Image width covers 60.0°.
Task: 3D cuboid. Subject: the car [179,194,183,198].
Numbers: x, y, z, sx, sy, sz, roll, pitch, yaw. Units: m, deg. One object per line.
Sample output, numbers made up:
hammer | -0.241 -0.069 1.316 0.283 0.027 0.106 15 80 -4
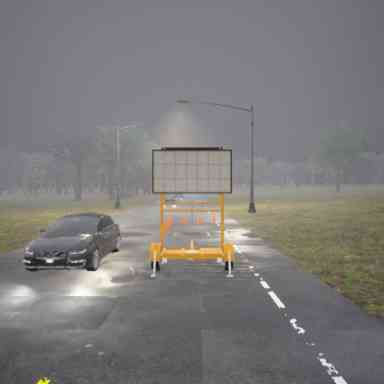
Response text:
car | -3.457 0.587 87.262 2.150 2.045 5.566 0 0 0

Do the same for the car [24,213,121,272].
car | -3.595 1.484 10.835 1.837 1.490 4.892 0 0 0

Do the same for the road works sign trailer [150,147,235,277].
road works sign trailer | 0.004 0.445 10.169 2.380 3.560 2.880 0 0 0

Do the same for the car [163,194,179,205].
car | -3.568 1.195 52.717 1.882 1.535 5.008 0 0 0
